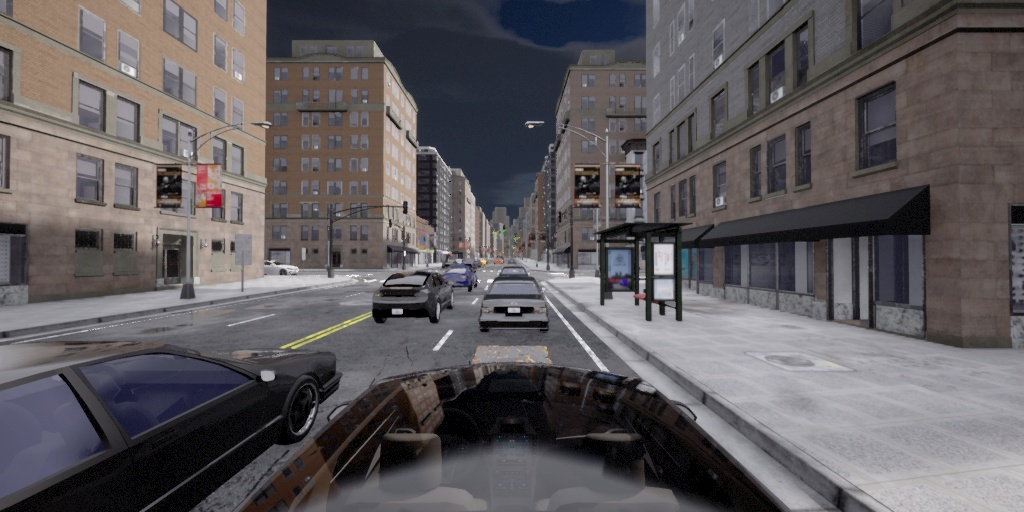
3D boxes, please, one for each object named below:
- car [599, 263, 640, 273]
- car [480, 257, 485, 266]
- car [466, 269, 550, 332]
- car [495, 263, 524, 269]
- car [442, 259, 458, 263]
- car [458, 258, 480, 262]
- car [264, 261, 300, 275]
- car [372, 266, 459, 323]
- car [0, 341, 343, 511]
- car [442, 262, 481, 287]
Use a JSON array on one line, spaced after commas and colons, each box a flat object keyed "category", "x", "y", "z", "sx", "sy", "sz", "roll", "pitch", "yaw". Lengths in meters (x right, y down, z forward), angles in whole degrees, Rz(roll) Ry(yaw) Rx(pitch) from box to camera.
[{"category": "car", "x": 13.123, "y": 1.384, "z": 43.882, "sx": 4.892, "sy": 1.490, "sz": 1.837, "roll": 0, "pitch": -1, "yaw": 0}, {"category": "car", "x": -6.563, "y": 1.260, "z": 64.311, "sx": 2.128, "sy": 1.511, "sz": 4.902, "roll": 0, "pitch": 0, "yaw": 0}, {"category": "car", "x": 0.080, "y": 1.300, "z": 10.794, "sx": 2.033, "sy": 1.411, "sz": 5.357, "roll": 0, "pitch": 0, "yaw": 1}, {"category": "car", "x": 0.089, "y": 1.304, "z": 21.108, "sx": 2.033, "sy": 1.411, "sz": 5.357, "roll": 0, "pitch": 0, "yaw": 0}, {"category": "car", "x": -9.809, "y": 1.273, "z": 56.861, "sx": 1.837, "sy": 1.490, "sz": 4.892, "roll": 0, "pitch": 0, "yaw": 2}, {"category": "car", "x": -6.595, "y": 1.120, "z": 55.171, "sx": 2.097, "sy": 1.767, "sz": 4.553, "roll": 0, "pitch": 0, "yaw": 0}, {"category": "car", "x": -22.625, "y": 1.156, "z": 33.807, "sx": 4.674, "sy": 1.442, "sz": 1.812, "roll": 0, "pitch": -1, "yaw": -1}, {"category": "car", "x": -3.139, "y": 1.258, "z": 12.115, "sx": 1.837, "sy": 1.490, "sz": 4.892, "roll": 0, "pitch": 0, "yaw": -1}, {"category": "car", "x": -3.149, "y": 1.298, "z": 2.240, "sx": 2.033, "sy": 1.411, "sz": 5.357, "roll": 0, "pitch": 0, "yaw": 0}, {"category": "car", "x": -3.153, "y": 1.282, "z": 21.655, "sx": 1.812, "sy": 1.442, "sz": 4.674, "roll": 0, "pitch": 0, "yaw": 0}]
